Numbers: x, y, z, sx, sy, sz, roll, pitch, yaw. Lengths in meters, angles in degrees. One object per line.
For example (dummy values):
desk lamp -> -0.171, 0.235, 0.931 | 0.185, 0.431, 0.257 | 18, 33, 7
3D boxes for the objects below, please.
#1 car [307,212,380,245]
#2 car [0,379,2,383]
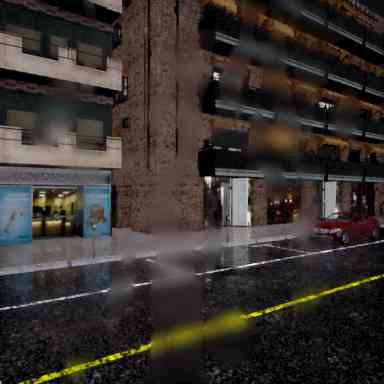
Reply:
car -> 7.172, 1.583, 15.538 | 4.206, 1.307, 1.802 | 0, 0, -35
car -> -3.098, 1.351, 1.118 | 4.553, 1.767, 2.097 | 0, 0, -35
